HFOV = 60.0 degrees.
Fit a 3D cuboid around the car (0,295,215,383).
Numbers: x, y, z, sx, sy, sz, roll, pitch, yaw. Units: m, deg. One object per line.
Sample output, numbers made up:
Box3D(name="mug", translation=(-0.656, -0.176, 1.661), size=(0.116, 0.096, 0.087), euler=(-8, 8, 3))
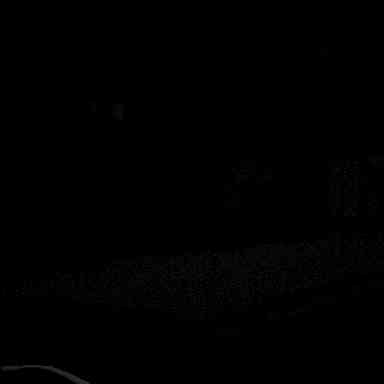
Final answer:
Box3D(name="car", translation=(-2.042, 1.508, 1.612), size=(4.892, 1.490, 1.837), euler=(0, 0, -35))
